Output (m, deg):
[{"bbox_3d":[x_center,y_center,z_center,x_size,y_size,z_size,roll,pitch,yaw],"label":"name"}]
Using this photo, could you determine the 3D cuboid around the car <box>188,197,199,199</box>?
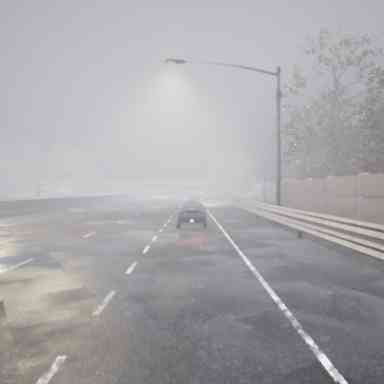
[{"bbox_3d":[0.212,1.368,40.435,1.812,1.442,4.674,0,0,3],"label":"car"}]

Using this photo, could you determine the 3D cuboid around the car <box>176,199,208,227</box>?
[{"bbox_3d":[-0.002,1.418,21.784,1.837,1.490,4.892,0,0,0],"label":"car"}]
